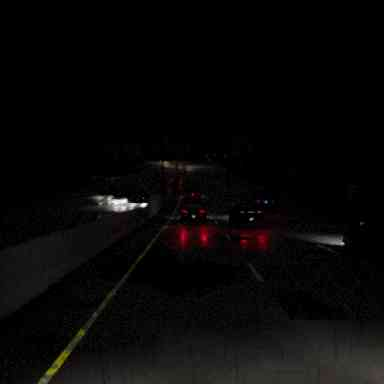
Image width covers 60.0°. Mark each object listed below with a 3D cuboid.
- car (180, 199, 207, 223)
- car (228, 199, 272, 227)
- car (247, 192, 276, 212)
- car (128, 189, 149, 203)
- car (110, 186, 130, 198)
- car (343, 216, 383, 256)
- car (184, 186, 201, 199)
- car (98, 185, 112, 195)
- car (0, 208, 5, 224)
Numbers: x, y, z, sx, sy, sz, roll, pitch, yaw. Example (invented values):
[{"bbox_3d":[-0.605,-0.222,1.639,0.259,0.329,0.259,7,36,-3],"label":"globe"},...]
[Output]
[{"bbox_3d":[0.107,1.470,24.680,1.812,1.442,4.674,0,0,0],"label":"car"},{"bbox_3d":[3.607,1.442,22.587,2.128,1.511,4.902,0,0,0],"label":"car"},{"bbox_3d":[7.110,0.958,34.601,2.150,2.045,5.566,0,2,0],"label":"car"},{"bbox_3d":[-7.067,0.563,45.530,1.837,1.490,4.892,0,5,0],"label":"car"},{"bbox_3d":[-10.553,0.044,50.946,2.128,1.511,4.902,0,6,0],"label":"car"},{"bbox_3d":[7.104,1.538,11.799,1.994,1.385,4.181,0,0,0],"label":"car"},{"bbox_3d":[0.114,0.187,46.582,2.150,2.045,5.566,0,5,0],"label":"car"},{"bbox_3d":[-14.033,-0.387,55.116,1.812,1.442,4.674,0,7,1],"label":"car"},{"bbox_3d":[-14.088,1.479,21.642,1.812,1.442,4.674,0,0,0],"label":"car"}]
